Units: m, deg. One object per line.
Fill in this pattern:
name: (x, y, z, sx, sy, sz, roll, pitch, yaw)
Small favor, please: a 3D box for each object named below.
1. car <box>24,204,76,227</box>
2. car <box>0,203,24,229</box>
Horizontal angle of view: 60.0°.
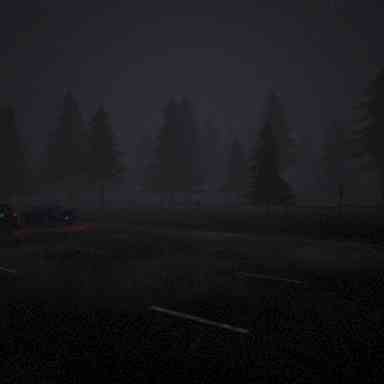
car: (-10.605, 1.650, 24.330, 5.008, 1.535, 1.882, 0, 0, 36)
car: (-13.610, 1.533, 22.181, 4.553, 1.767, 2.097, -1, 0, 36)
